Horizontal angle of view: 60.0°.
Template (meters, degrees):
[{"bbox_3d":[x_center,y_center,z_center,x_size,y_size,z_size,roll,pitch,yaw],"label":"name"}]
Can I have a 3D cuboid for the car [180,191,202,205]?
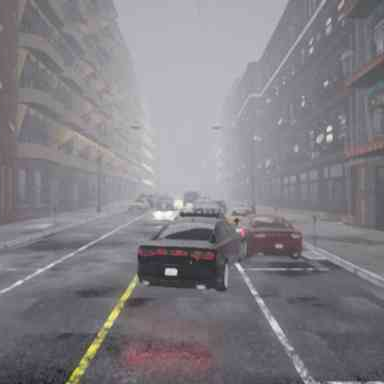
[{"bbox_3d":[-0.092,0.871,44.627,2.150,2.045,5.566,0,0,0],"label":"car"}]

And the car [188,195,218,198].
[{"bbox_3d":[0.772,1.248,24.843,1.801,1.575,5.366,0,0,0],"label":"car"}]

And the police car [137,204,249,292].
[{"bbox_3d":[0.256,1.345,9.029,1.930,1.638,5.238,0,0,15],"label":"police car"}]

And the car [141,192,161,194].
[{"bbox_3d":[-5.374,0.999,39.684,2.192,1.841,5.009,2,0,0],"label":"car"}]

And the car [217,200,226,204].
[{"bbox_3d":[2.547,1.374,17.687,1.752,1.417,4.829,1,0,0],"label":"car"}]

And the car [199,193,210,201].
[{"bbox_3d":[2.452,0.951,67.291,1.967,1.590,4.097,1,0,0],"label":"car"}]

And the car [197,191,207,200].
[{"bbox_3d":[2.389,0.767,78.352,2.192,1.841,5.009,1,0,0],"label":"car"}]

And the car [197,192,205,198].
[{"bbox_3d":[2.362,0.840,89.416,1.967,1.590,4.097,1,0,0],"label":"car"}]

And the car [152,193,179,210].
[{"bbox_3d":[-2.926,1.196,36.807,2.128,1.511,4.902,0,0,0],"label":"car"}]

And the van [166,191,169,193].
[{"bbox_3d":[-5.411,0.915,56.274,1.690,1.788,3.998,1,0,0],"label":"van"}]

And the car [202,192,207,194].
[{"bbox_3d":[2.465,1.119,56.230,1.887,1.381,4.507,1,0,0],"label":"car"}]

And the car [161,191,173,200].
[{"bbox_3d":[-5.445,0.795,72.864,2.192,1.841,5.009,1,0,0],"label":"car"}]

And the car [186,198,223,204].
[{"bbox_3d":[0.785,1.318,18.649,1.882,1.535,5.008,0,0,0],"label":"car"}]

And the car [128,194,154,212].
[{"bbox_3d":[-5.367,1.250,33.984,1.752,1.417,4.829,2,0,0],"label":"car"}]

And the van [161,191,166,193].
[{"bbox_3d":[-5.398,0.949,50.742,1.690,1.788,3.998,2,0,0],"label":"van"}]

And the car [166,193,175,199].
[{"bbox_3d":[-5.475,0.990,83.928,1.947,1.339,4.313,1,0,0],"label":"car"}]

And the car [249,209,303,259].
[{"bbox_3d":[2.559,1.440,11.986,1.887,1.381,4.507,1,0,0],"label":"car"}]
